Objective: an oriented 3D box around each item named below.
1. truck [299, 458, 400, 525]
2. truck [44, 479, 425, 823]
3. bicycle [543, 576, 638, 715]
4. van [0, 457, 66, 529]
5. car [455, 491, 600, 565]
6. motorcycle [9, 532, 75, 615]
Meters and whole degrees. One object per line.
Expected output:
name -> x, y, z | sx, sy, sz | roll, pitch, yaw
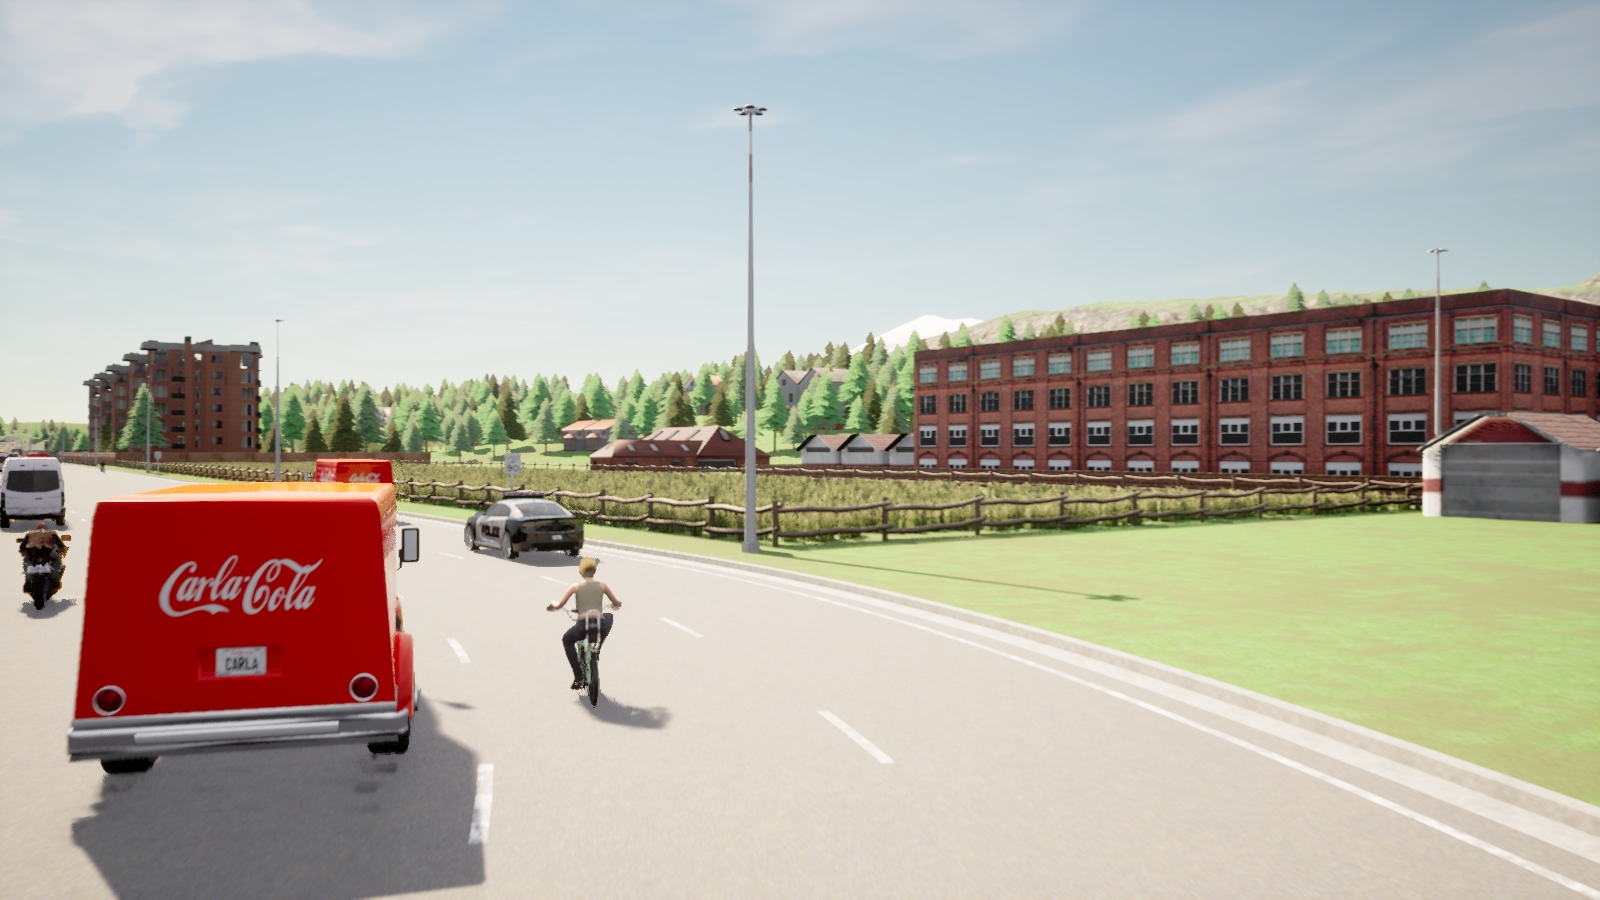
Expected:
truck -> -18.337, 1.607, 46.330 | 2.627, 2.467, 5.204 | 0, 0, -35
truck -> -5.178, 1.575, 11.440 | 2.627, 2.467, 5.204 | 0, 0, -17
bicycle -> -2.400, 2.168, 12.946 | 0.859, 1.276, 1.487 | -1, 0, -18
van -> -29.584, 1.571, 43.990 | 1.988, 2.561, 5.915 | 0, 0, -35
car -> -7.445, 2.006, 30.776 | 2.097, 1.638, 5.238 | 0, 0, -34
motorcycle -> -13.883, 2.223, 20.975 | 0.867, 1.251, 2.209 | -1, 1, -30
